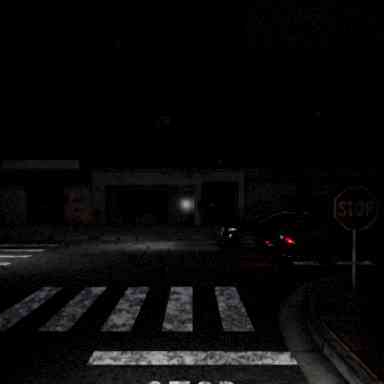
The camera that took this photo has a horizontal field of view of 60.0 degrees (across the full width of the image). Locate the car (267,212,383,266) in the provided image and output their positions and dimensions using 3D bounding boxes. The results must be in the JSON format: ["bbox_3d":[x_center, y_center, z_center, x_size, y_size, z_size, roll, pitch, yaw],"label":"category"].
[{"bbox_3d":[5.451,1.528,10.924,5.357,1.411,2.033,0,0,0],"label":"car"}]

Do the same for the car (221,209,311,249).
[{"bbox_3d":[3.698,1.466,13.879,4.902,1.511,2.128,0,0,0],"label":"car"}]
